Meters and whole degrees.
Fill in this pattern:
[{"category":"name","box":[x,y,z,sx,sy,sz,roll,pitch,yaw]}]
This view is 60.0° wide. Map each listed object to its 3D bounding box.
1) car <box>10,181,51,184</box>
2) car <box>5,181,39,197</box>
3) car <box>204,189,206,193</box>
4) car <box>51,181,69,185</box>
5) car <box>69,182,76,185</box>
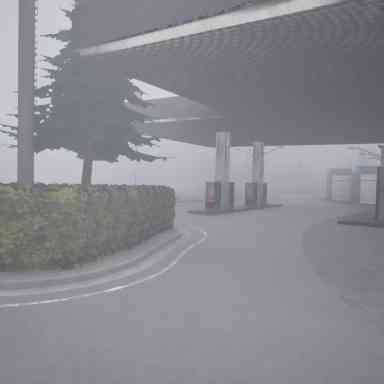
[{"category":"car","box":[-17.252,-0.182,35.232,3.866,1.878,1.905,2,2,35]},{"category":"car","box":[-21.784,-0.469,42.450,4.605,1.855,1.932,2,2,35]},{"category":"car","box":[4.868,-0.306,65.621,5.027,1.636,2.152,2,2,35]},{"category":"car","box":[-26.795,-1.260,65.478,3.866,1.878,1.905,2,2,35]},{"category":"car","box":[-25.457,-1.284,68.090,4.605,1.855,1.932,2,2,35]}]
